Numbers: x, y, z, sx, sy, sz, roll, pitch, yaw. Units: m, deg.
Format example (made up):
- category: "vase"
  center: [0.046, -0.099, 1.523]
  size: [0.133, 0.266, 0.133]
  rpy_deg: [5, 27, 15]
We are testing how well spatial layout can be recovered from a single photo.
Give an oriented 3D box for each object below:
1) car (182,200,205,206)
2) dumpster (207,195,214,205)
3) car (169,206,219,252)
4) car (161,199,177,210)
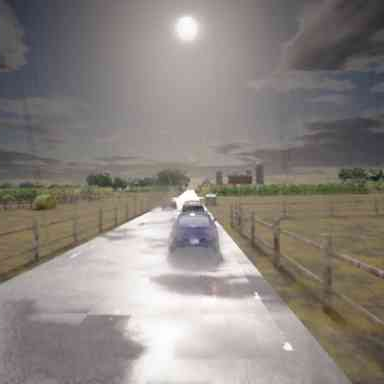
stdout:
- category: "car"
  center: [0.092, 1.450, 29.523]
  size: [1.882, 1.535, 5.008]
  rpy_deg: [0, 0, 0]
- category: "dumpster"
  center: [3.132, 1.299, 56.144]
  size: [1.020, 1.700, 1.940]
  rpy_deg: [0, 0, 0]
- category: "car"
  center: [0.089, 1.512, 13.641]
  size: [1.812, 1.442, 4.674]
  rpy_deg: [0, 0, 0]
- category: "car"
  center: [-2.838, 1.552, 41.586]
  size: [1.895, 1.301, 4.718]
  rpy_deg: [0, 0, 0]
